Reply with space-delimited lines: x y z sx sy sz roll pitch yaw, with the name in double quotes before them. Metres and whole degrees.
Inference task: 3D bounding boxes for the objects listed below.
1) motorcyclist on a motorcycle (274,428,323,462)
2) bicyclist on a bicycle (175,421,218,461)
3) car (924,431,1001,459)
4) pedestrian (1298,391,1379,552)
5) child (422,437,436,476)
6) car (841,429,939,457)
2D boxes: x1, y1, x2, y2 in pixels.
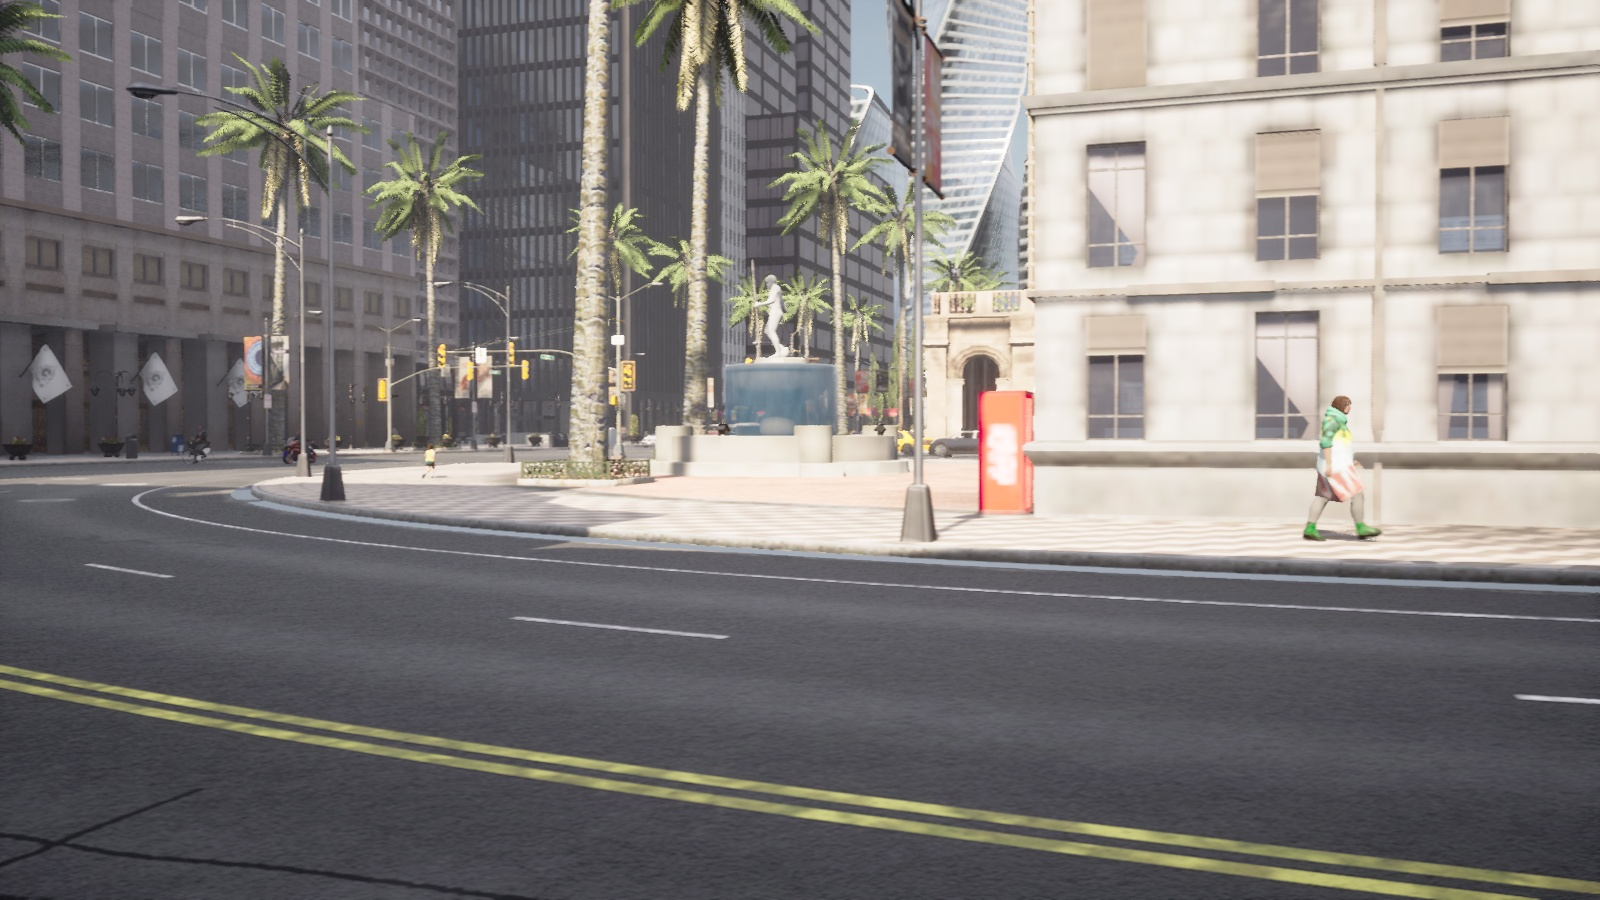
"motorcyclist on a motorcycle" -23.208 -0.254 58.152 0.866 1.530 2.191 1 1 18
"bicyclist on a bicycle" -27.315 -0.421 56.872 0.659 1.776 1.843 1 1 18
"car" 8.846 -0.305 68.257 3.806 1.475 1.970 1 1 18
"pedestrian" 6.710 0.257 15.691 0.873 1.952 0.659 1 1 20
"child" -10.779 0.186 36.467 0.255 1.110 0.394 1 1 10
"car" 5.236 -0.436 73.077 5.366 1.575 1.801 0 1 19
